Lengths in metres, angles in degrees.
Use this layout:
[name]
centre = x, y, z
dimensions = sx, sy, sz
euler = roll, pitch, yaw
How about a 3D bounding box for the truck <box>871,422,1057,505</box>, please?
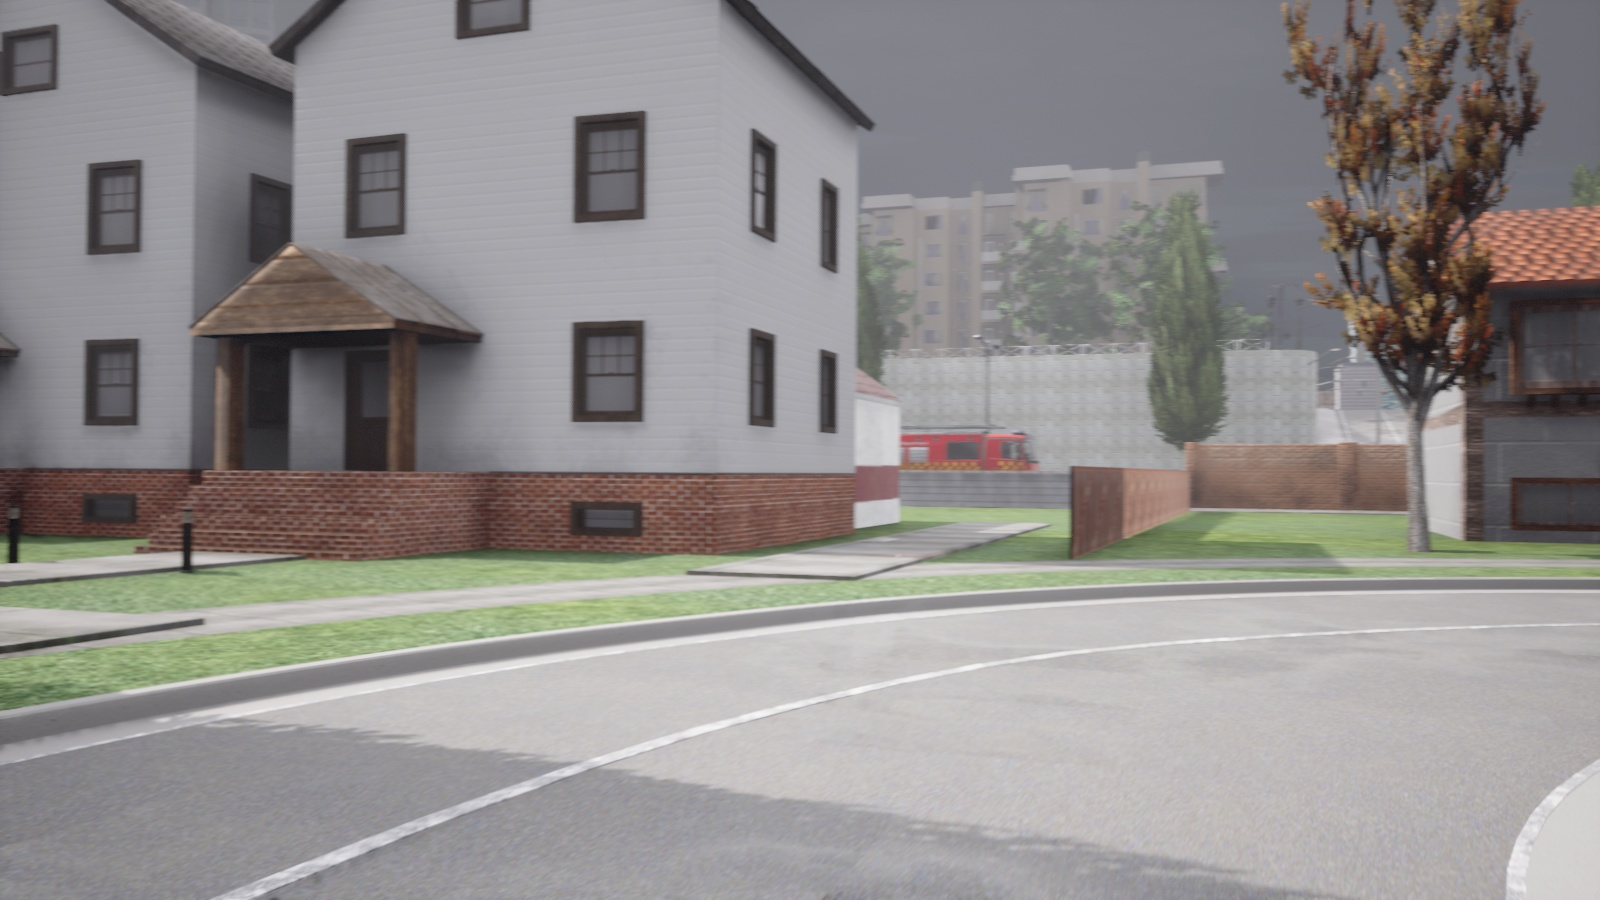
[truck]
centre = 7.926, 0.665, 60.632
dimensions = 8.468, 3.827, 2.891
euler = 0, -1, 20
